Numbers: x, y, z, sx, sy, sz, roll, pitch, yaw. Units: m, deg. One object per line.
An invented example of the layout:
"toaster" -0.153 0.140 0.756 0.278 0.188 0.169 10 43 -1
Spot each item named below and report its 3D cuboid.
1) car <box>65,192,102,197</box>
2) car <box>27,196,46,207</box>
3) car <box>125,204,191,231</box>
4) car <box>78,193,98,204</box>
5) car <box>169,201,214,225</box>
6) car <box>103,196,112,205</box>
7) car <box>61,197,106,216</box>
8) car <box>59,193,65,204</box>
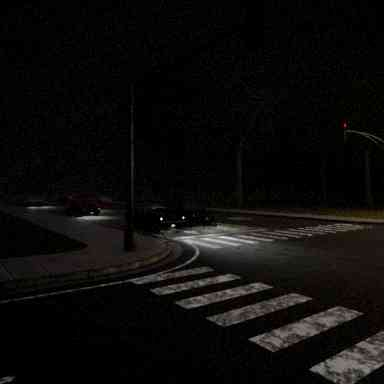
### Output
"car" -13.485 1.080 41.224 2.150 2.045 5.566 0 0 -36
"car" -22.823 1.367 48.699 1.812 1.442 4.674 0 0 -36
"car" -2.320 1.542 20.269 1.895 1.301 4.718 0 0 -36
"car" -18.701 1.164 59.632 2.097 1.767 4.553 0 0 -36
"car" -0.484 1.408 23.284 1.882 1.535 5.008 0 0 -36
"car" -14.496 1.350 53.876 1.812 1.442 4.674 0 0 -35
"car" -10.307 1.441 31.291 2.033 1.411 5.357 0 0 -36
"car" -21.367 1.039 57.771 2.150 2.045 5.566 0 0 -36
